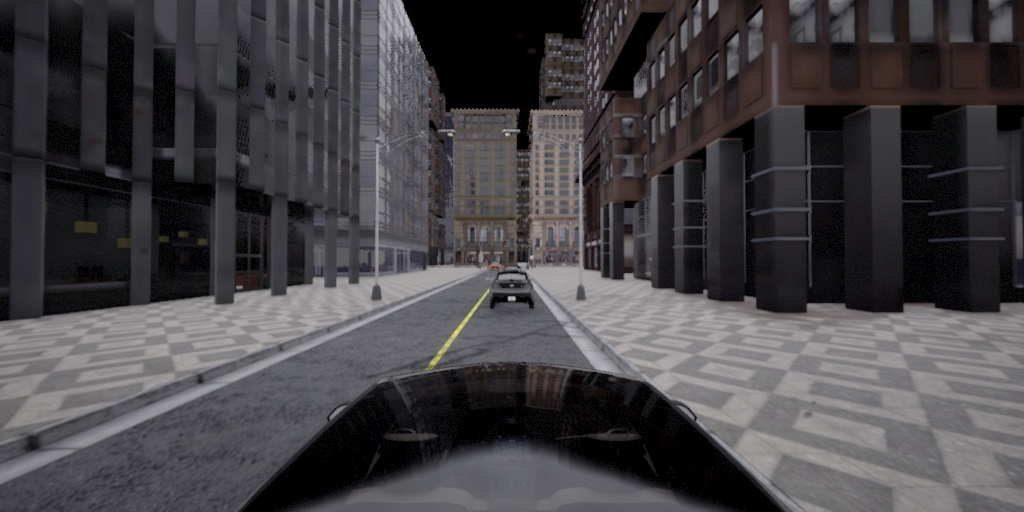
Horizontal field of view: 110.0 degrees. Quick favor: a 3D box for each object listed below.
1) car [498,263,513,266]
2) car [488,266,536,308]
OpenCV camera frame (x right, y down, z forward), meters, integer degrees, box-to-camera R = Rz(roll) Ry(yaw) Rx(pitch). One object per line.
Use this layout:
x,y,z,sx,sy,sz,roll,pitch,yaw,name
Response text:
-0.001,1.549,31.154,1.837,1.490,4.892,0,0,0,car
0.002,1.397,16.146,1.837,1.490,4.892,0,0,0,car
